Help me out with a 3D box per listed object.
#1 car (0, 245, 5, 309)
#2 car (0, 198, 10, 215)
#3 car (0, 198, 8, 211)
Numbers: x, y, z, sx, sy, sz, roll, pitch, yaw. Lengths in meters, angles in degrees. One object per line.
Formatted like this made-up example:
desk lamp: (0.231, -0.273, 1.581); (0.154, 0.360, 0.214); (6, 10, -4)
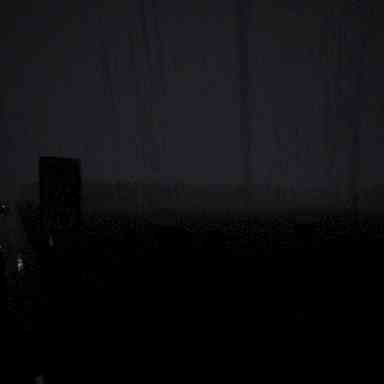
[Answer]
car: (-4.732, 1.567, 6.377); (1.994, 1.385, 4.181); (0, 0, -29)
car: (-19.471, 1.537, 33.347); (1.812, 1.442, 4.674); (0, 0, -28)
car: (-24.486, 1.533, 42.382); (1.812, 1.442, 4.674); (0, 0, -29)
